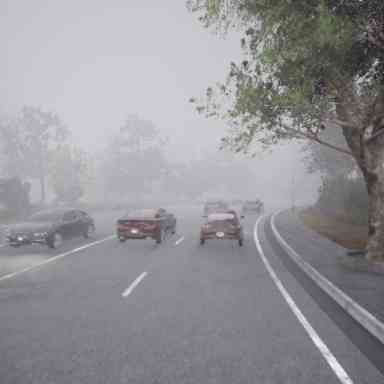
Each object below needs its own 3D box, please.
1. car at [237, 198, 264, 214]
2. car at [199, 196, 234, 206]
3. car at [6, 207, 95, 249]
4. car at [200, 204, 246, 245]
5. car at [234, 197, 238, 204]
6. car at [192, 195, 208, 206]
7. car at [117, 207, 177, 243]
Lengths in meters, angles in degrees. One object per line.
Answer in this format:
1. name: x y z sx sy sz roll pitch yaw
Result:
1. car: 6.768 1.501 36.467 2.128 1.511 4.902 0 0 19
2. car: 2.696 1.480 35.373 2.128 1.511 4.902 0 0 18
3. car: -5.931 1.472 14.564 1.837 1.490 4.892 0 0 8
4. car: 1.471 1.523 15.593 1.812 1.442 4.674 0 0 8
5. car: 6.556 1.533 53.873 2.033 1.411 5.357 0 0 28
6. car: 1.756 1.312 52.006 2.097 1.767 4.553 0 0 26
7. car: -2.006 1.460 16.050 1.882 1.535 5.008 0 0 8
